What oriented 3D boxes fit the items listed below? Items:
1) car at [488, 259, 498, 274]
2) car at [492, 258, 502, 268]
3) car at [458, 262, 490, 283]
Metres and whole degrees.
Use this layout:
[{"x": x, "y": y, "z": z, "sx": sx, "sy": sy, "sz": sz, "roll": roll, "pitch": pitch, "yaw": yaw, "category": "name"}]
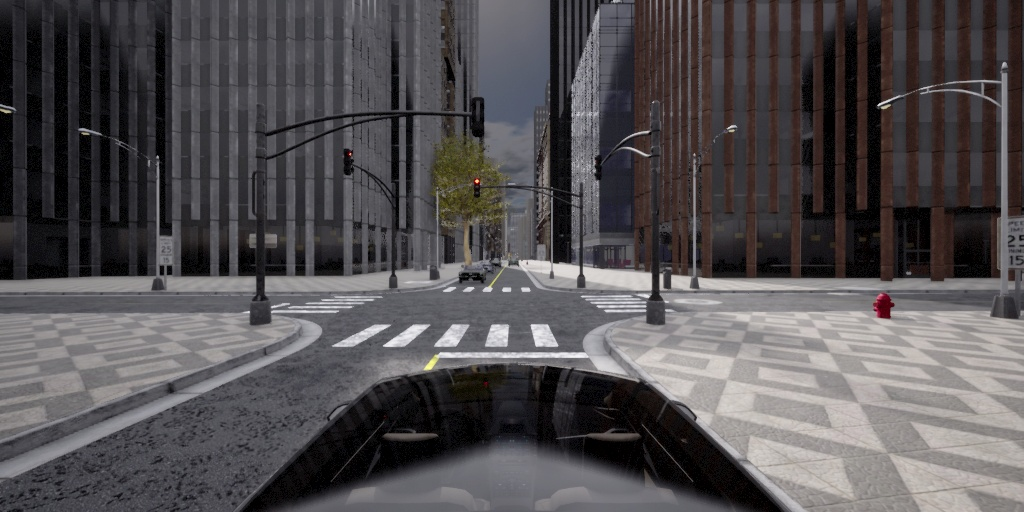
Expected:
[{"x": -2.981, "y": 1.316, "z": 39.868, "sx": 1.994, "sy": 1.385, "sz": 4.181, "roll": 0, "pitch": 0, "yaw": 0, "category": "car"}, {"x": -2.848, "y": 1.104, "z": 60.283, "sx": 2.097, "sy": 1.767, "sz": 4.553, "roll": 0, "pitch": 0, "yaw": 1, "category": "car"}, {"x": -2.993, "y": 1.352, "z": 27.816, "sx": 1.895, "sy": 1.301, "sz": 4.718, "roll": 0, "pitch": 0, "yaw": -1, "category": "car"}]
